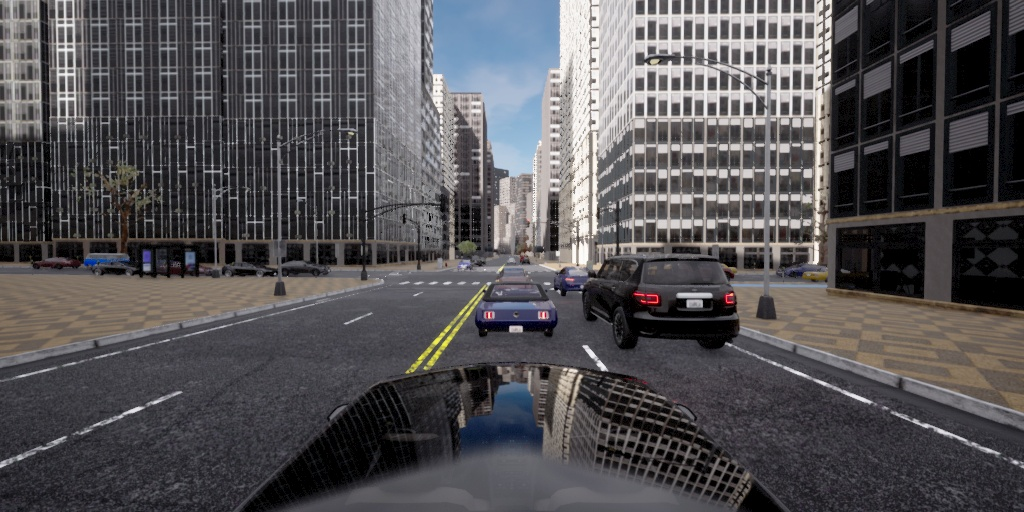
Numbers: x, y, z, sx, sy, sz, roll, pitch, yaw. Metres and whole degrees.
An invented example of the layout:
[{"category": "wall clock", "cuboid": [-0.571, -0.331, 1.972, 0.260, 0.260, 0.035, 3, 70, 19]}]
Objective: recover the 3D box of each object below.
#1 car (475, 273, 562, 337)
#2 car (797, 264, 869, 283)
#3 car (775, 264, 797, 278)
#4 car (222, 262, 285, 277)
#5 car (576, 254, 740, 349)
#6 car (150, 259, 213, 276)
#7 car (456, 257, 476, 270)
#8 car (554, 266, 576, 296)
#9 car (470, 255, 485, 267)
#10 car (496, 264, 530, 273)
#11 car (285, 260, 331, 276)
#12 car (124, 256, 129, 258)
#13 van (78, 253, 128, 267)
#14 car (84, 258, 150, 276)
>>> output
[{"category": "car", "cuboid": [0.090, 1.346, 10.224, 1.895, 1.301, 4.718, 0, 0, 0]}, {"category": "car", "cuboid": [27.602, 1.577, 30.539, 4.829, 1.417, 1.751, 0, 0, 1]}, {"category": "car", "cuboid": [29.362, 1.500, 36.286, 4.674, 1.442, 1.812, 1, 1, 1]}, {"category": "car", "cuboid": [-22.772, 1.172, 31.193, 4.313, 1.339, 1.948, 0, 0, 1]}, {"category": "car", "cuboid": [3.341, 0.968, 9.264, 2.150, 2.045, 5.566, 0, 0, 0]}, {"category": "car", "cuboid": [-28.456, 1.136, 31.318, 4.207, 1.307, 1.802, 0, 0, 1]}, {"category": "car", "cuboid": [-6.658, 1.238, 51.247, 1.812, 1.442, 4.674, 0, 0, -2]}, {"category": "car", "cuboid": [3.327, 1.266, 18.956, 1.812, 1.442, 4.674, 0, 0, 0]}, {"category": "car", "cuboid": [-6.640, 0.917, 63.539, 2.150, 2.045, 5.566, 0, 0, 1]}, {"category": "car", "cuboid": [0.078, 1.304, 18.961, 1.994, 1.385, 4.181, 0, 0, 0]}, {"category": "car", "cuboid": [-19.609, 1.116, 33.844, 4.674, 1.442, 1.812, 1, 1, 0]}, {"category": "car", "cuboid": [-32.925, 1.017, 34.095, 5.357, 1.411, 2.033, 1, 1, 1]}, {"category": "van", "cuboid": [-45.341, 0.602, 40.128, 3.998, 1.789, 1.690, 0, 0, 1]}, {"category": "car", "cuboid": [-34.137, 1.067, 31.484, 4.313, 1.339, 1.948, 0, 0, 1]}]
